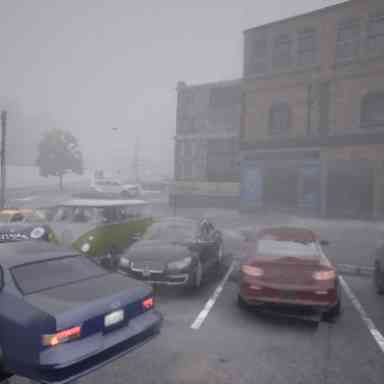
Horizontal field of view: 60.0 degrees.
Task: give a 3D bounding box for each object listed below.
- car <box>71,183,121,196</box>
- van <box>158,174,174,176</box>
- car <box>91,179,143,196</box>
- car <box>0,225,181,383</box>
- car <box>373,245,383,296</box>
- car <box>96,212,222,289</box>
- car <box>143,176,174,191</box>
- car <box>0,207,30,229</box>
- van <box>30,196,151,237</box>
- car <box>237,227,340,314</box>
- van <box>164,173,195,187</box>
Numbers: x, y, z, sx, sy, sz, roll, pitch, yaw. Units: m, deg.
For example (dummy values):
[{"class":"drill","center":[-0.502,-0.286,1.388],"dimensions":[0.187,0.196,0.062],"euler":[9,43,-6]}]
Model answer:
[{"class":"car","center":[-10.402,0.170,35.251],"dimensions":[4.674,1.452,2.002],"euler":[1,6,9]},{"class":"van","center":[-3.307,-1.525,48.434],"dimensions":[4.442,1.987,1.878],"euler":[1,6,9]},{"class":"car","center":[-8.939,-0.406,37.862],"dimensions":[5.566,2.045,2.435],"euler":[1,6,9]},{"class":"car","center":[-2.957,1.536,5.405],"dimensions":[5.357,1.411,2.033],"euler":[0,0,36]},{"class":"car","center":[4.600,1.521,5.836],"dimensions":[2.002,1.452,4.674],"euler":[1,-1,15]},{"class":"car","center":[-0.341,1.470,9.315],"dimensions":[2.231,1.521,4.892],"euler":[1,-1,14]},{"class":"car","center":[-4.640,-1.013,45.810],"dimensions":[4.892,1.521,2.231],"euler":[1,6,9]},{"class":"car","center":[-5.318,1.332,12.756],"dimensions":[2.185,1.767,4.553],"euler":[1,0,14]},{"class":"van","center":[-2.855,1.236,10.914],"dimensions":[1.878,1.987,4.442],"euler":[1,-1,14]},{"class":"car","center":[2.126,1.515,7.577],"dimensions":[2.002,1.452,4.674],"euler":[0,-1,15]},{"class":"van","center":[-1.862,-1.811,51.080],"dimensions":[4.442,1.987,1.878],"euler":[1,6,9]}]
